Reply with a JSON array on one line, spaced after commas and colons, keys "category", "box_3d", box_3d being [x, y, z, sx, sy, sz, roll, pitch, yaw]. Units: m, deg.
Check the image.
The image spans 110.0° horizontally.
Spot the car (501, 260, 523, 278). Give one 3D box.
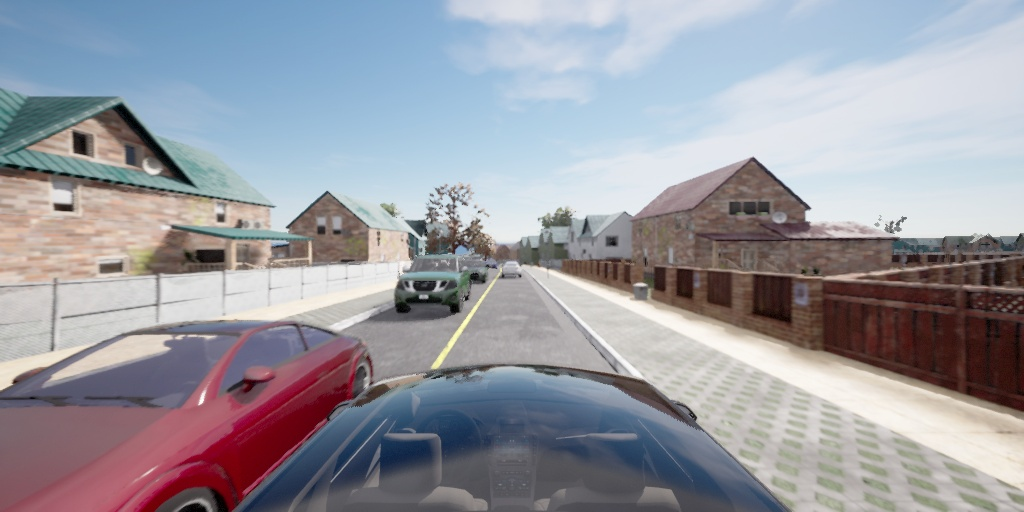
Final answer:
[{"category": "car", "box_3d": [-0.034, 1.269, 34.306, 1.812, 1.442, 4.674, 0, 0, 0]}]

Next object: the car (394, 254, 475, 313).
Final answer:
[{"category": "car", "box_3d": [-2.876, 0.951, 14.137, 2.150, 2.045, 5.566, 0, 0, -2]}]

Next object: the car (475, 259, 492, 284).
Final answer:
[{"category": "car", "box_3d": [-2.856, 1.081, 26.848, 2.097, 1.767, 4.553, 0, 0, 0]}]

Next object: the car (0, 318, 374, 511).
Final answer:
[{"category": "car", "box_3d": [-2.844, 1.311, 3.182, 1.994, 1.385, 4.181, 0, 0, -1]}]

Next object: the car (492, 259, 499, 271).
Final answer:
[{"category": "car", "box_3d": [-2.929, 1.198, 50.543, 1.882, 1.535, 5.008, 0, 0, -2]}]
